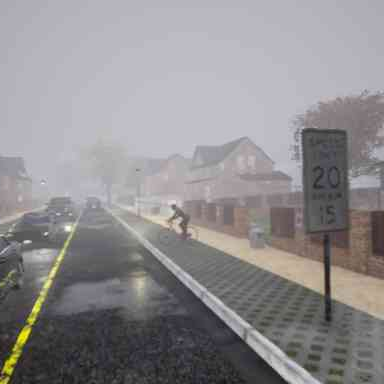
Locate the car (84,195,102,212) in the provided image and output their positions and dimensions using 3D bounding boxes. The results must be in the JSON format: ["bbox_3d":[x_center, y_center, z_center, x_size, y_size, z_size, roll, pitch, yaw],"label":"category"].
[{"bbox_3d":[-13.630,1.469,45.665,2.150,2.045,5.566,-2,1,-17],"label":"car"}]

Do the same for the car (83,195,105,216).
[{"bbox_3d":[-10.420,1.547,35.342,2.097,1.767,4.553,-2,0,-17],"label":"car"}]

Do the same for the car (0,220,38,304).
[{"bbox_3d":[-4.594,1.608,6.442,2.128,1.511,4.902,-2,0,-17],"label":"car"}]

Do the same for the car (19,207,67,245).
[{"bbox_3d":[-7.684,1.726,16.541,2.033,1.411,5.357,-2,0,-17],"label":"car"}]

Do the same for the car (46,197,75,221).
[{"bbox_3d":[-11.824,1.476,30.107,2.150,2.045,5.566,-2,0,-17],"label":"car"}]

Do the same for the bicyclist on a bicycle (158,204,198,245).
[{"bbox_3d":[-0.554,1.283,13.222,1.656,1.620,0.582,-2,0,-17],"label":"bicyclist on a bicycle"}]
